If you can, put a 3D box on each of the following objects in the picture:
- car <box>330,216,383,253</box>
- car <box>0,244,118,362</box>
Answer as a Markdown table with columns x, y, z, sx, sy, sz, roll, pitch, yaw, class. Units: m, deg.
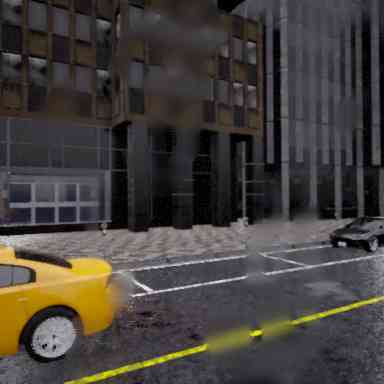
| x | y | z | sx | sy | sz | roll | pitch | yaw | class |
| --- | --- | --- | --- | --- | --- | --- | --- | --- | --- |
| 7.916 | 1.729 | 14.479 | 4.313 | 1.339 | 1.947 | 0 | -1 | -31 | car |
| -3.584 | 1.553 | 4.592 | 5.008 | 1.535 | 1.882 | 0 | -1 | -31 | car |
